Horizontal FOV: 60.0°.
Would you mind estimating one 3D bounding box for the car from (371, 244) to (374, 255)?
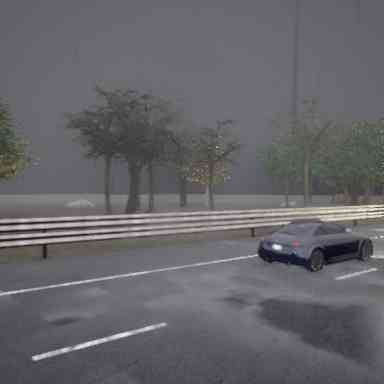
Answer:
[{"bbox_3d":[7.126,1.543,8.826,4.902,1.511,2.128,0,0,-35],"label":"car"}]

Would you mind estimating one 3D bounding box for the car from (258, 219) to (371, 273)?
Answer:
[{"bbox_3d":[4.153,1.610,11.004,4.181,1.385,1.994,0,0,-35],"label":"car"}]
